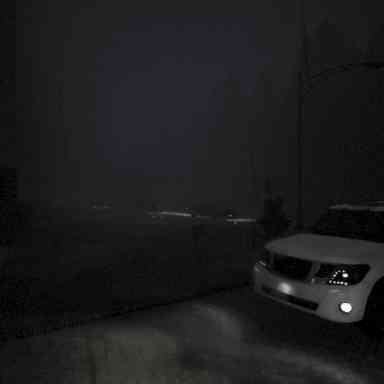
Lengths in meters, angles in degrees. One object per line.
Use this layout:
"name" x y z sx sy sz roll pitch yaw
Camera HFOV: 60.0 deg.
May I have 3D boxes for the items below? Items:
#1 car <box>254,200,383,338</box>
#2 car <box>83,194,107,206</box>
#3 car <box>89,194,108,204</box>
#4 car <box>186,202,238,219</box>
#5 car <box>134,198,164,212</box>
"car" 3.859 1.221 6.916 5.566 2.045 2.150 0 0 -33
"car" -15.839 1.328 53.836 2.150 2.045 5.566 0 0 -36
"car" -18.055 1.352 63.971 2.097 1.767 4.553 0 0 -35
"car" 1.595 1.547 29.322 2.033 1.411 5.357 0 0 -36
"car" -5.071 1.492 38.638 2.128 1.511 4.902 0 0 -36
